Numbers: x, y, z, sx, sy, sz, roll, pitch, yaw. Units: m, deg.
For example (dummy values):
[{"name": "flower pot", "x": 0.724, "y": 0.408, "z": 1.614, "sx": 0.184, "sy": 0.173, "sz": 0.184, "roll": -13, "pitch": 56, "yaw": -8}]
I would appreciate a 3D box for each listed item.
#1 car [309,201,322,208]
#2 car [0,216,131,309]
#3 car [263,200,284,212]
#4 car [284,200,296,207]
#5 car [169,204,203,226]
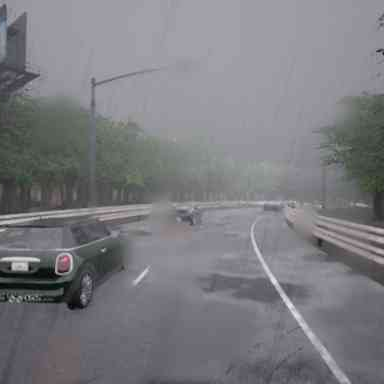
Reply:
[{"name": "car", "x": 29.261, "y": 2.842, "z": 78.205, "sx": 1.882, "sy": 1.535, "sz": 5.008, "roll": 0, "pitch": -2, "yaw": 41}, {"name": "car", "x": -2.953, "y": 1.370, "z": 8.097, "sx": 2.097, "sy": 1.767, "sz": 4.553, "roll": 0, "pitch": 0, "yaw": 4}, {"name": "car", "x": 11.495, "y": 2.086, "z": 47.619, "sx": 1.882, "sy": 1.535, "sz": 5.008, "roll": 0, "pitch": -1, "yaw": 24}, {"name": "car", "x": 18.402, "y": 2.337, "z": 63.621, "sx": 2.097, "sy": 1.767, "sz": 4.553, "roll": 0, "pitch": -1, "yaw": 34}, {"name": "car", "x": -0.392, "y": 1.726, "z": 25.734, "sx": 1.837, "sy": 1.490, "sz": 4.892, "roll": 0, "pitch": -1, "yaw": 12}]
